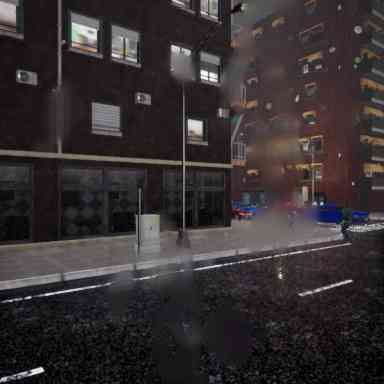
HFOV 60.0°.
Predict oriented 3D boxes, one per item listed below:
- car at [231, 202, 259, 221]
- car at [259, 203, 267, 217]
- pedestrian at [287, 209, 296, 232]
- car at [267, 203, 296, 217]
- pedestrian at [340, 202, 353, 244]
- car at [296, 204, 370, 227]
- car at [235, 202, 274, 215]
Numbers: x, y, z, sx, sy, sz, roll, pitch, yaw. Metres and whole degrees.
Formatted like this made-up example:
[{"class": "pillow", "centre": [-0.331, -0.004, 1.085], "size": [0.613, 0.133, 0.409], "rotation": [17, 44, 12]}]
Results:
[{"class": "car", "centre": [3.673, 1.861, 30.188], "size": [1.802, 1.307, 4.206], "rotation": [-1, 0, -36]}, {"class": "car", "centre": [4.712, 1.781, 33.138], "size": [1.882, 1.535, 5.008], "rotation": [0, -1, -36]}, {"class": "pedestrian", "centre": [5.224, 1.422, 17.316], "size": [0.375, 1.300, 0.375], "rotation": [0, 0, -35]}, {"class": "car", "centre": [10.440, 1.827, 35.074], "size": [1.887, 1.381, 4.507], "rotation": [-1, 0, -36]}, {"class": "pedestrian", "centre": [6.665, 1.294, 14.261], "size": [0.375, 1.860, 0.375], "rotation": [0, 0, -35]}, {"class": "car", "centre": [10.484, 1.645, 24.575], "size": [1.882, 1.535, 5.008], "rotation": [0, -1, -31]}, {"class": "car", "centre": [7.325, 1.918, 39.388], "size": [1.947, 1.339, 4.313], "rotation": [-1, 0, -36]}]
